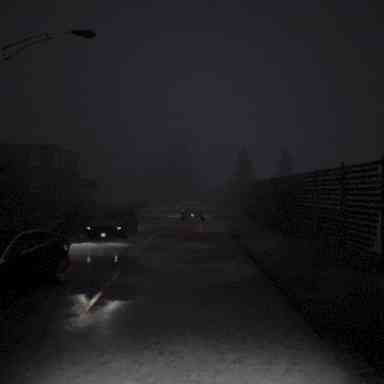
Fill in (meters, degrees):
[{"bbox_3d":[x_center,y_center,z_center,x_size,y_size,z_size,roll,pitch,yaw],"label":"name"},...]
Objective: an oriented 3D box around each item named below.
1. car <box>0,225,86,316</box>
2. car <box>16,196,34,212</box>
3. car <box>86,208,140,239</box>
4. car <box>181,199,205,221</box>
[{"bbox_3d":[-4.069,1.494,6.729,2.128,1.511,4.902,0,0,0],"label":"car"},{"bbox_3d":[-17.277,1.143,32.044,3.633,1.501,1.845,0,0,0],"label":"car"},{"bbox_3d":[-4.000,1.552,17.646,2.033,1.411,5.357,0,0,0],"label":"car"},{"bbox_3d":[0.056,1.532,27.505,1.812,1.442,4.674,0,0,0],"label":"car"}]
